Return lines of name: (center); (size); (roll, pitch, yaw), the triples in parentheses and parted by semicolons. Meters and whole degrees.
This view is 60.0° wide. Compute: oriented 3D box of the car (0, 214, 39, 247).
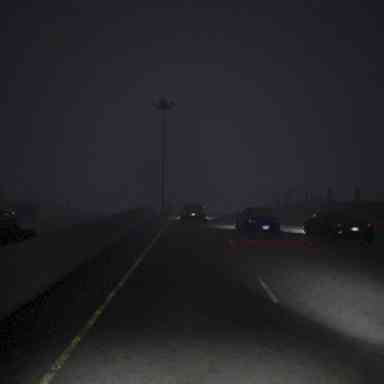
car: (-7.102, 1.618, 10.939); (1.895, 1.301, 4.718); (0, 0, 0)

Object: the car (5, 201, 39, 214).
car: (-14.100, 1.545, 26.831); (1.837, 1.490, 4.892); (0, 0, 0)

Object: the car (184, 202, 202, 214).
car: (0.088, 2.076, 42.960); (2.163, 1.488, 4.792); (0, -4, 0)

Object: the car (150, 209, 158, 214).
car: (-7.014, 3.608, 58.084); (2.033, 1.411, 5.357); (0, -7, 0)

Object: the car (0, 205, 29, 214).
car: (-10.602, 1.592, 17.210); (1.994, 1.385, 4.181); (0, 0, 0)

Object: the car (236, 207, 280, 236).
car: (3.594, 1.556, 18.498); (1.812, 1.442, 4.674); (0, 0, 0)

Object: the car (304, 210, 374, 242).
car: (7.096, 1.591, 16.482); (1.994, 1.385, 4.181); (0, 0, 0)

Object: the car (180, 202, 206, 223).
car: (0.091, 1.607, 26.274); (1.994, 1.385, 4.181); (0, 0, 0)
